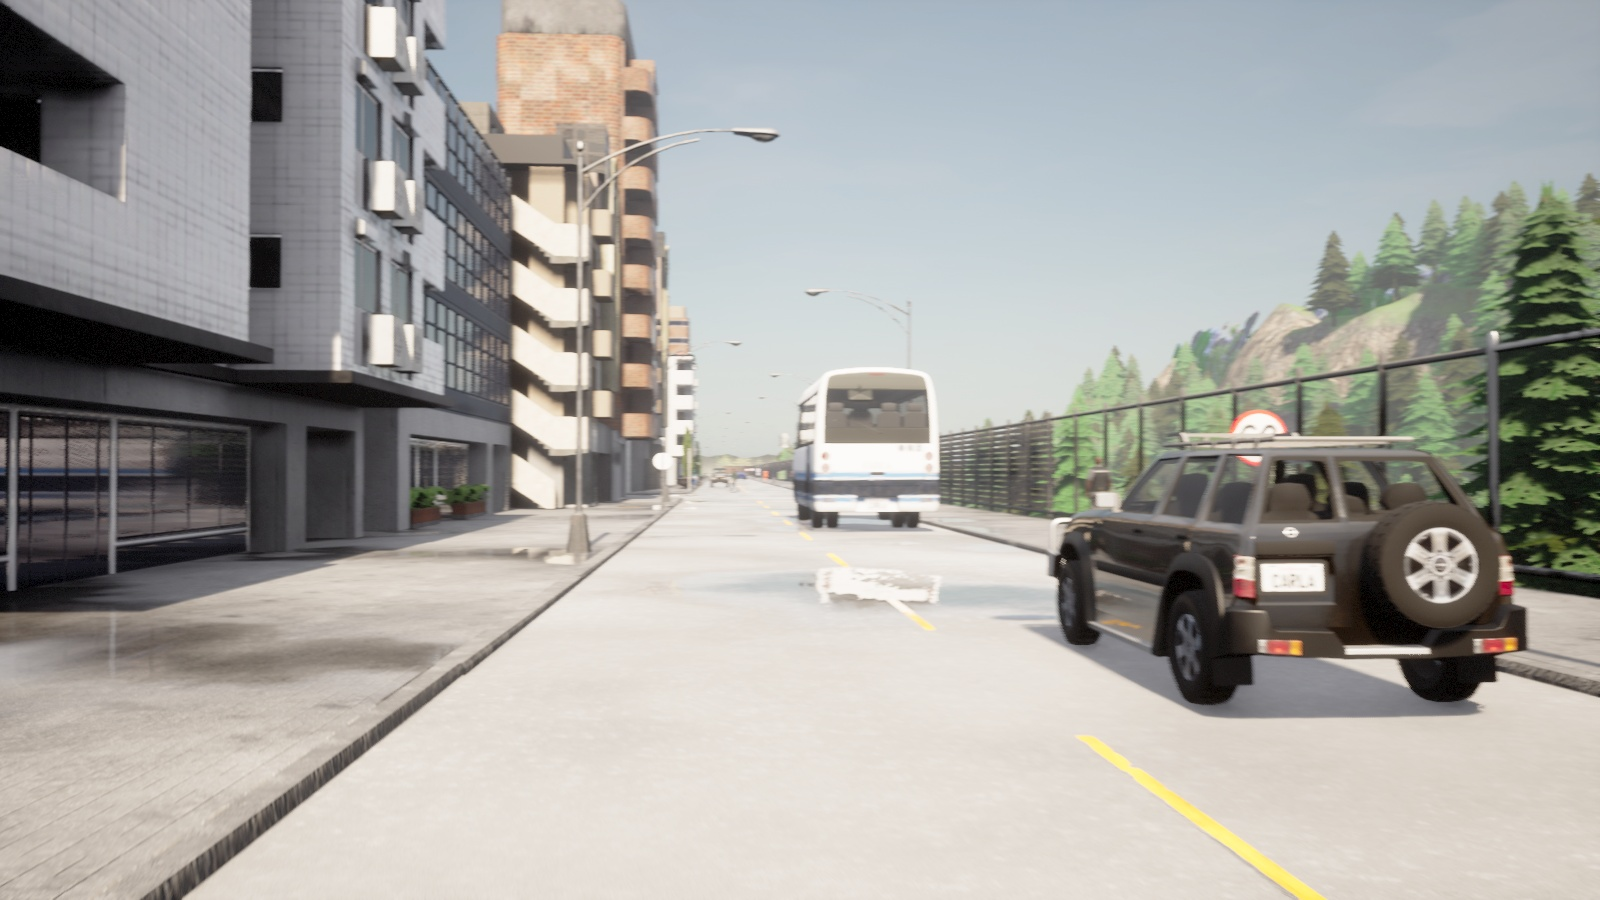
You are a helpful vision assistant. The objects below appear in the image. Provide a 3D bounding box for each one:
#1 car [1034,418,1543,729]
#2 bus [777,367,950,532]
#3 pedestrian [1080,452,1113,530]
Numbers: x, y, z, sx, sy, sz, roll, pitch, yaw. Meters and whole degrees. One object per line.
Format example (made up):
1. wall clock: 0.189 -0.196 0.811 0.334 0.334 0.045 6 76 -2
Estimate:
1. car: 3.391 0.776 9.886 1.932 1.855 4.605 0 -1 -4
2. bus: 1.554 0.072 37.556 3.944 4.253 10.273 0 -1 -4
3. pedestrian: 7.239 0.998 30.713 0.563 1.883 0.849 0 -1 -2
